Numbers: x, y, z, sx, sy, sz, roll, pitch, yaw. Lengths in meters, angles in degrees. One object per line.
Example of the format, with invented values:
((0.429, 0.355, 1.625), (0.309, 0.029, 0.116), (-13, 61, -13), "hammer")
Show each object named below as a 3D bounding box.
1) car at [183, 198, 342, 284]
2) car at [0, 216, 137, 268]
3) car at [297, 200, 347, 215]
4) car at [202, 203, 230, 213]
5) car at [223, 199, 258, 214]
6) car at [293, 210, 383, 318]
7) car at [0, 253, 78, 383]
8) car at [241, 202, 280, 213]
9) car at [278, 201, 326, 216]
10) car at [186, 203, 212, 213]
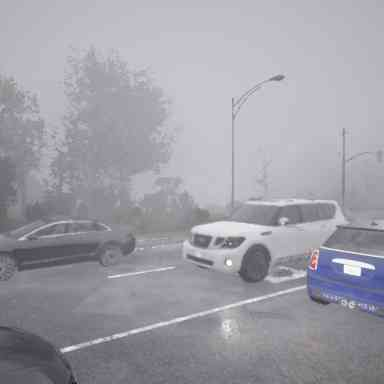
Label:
((2.434, 1.230, 9.992), (5.566, 2.045, 2.150), (0, 0, -35), "car")
((-4.018, 1.492, 9.700), (4.902, 1.511, 2.128), (0, 0, -35), "car")
((14.608, 1.721, 37.637), (2.128, 1.511, 4.902), (0, -2, -33), "car")
((3.838, 2.599, 54.834), (2.128, 1.511, 4.902), (0, -3, -32), "car")
((6.387, 1.924, 44.173), (2.097, 1.767, 4.553), (0, -3, -32), "car")
((4.473, 1.361, 6.894), (4.553, 1.767, 2.097), (0, 0, -35), "car")
((-3.060, 1.492, 1.563), (4.902, 1.511, 2.128), (0, 0, -36), "car")
((9.374, 2.126, 45.995), (2.033, 1.411, 5.357), (0, -3, -32), "car")
((11.712, 1.724, 35.734), (1.837, 1.490, 4.892), (0, -1, -29), "car")
((1.040, 2.608, 52.711), (1.812, 1.442, 4.674), (0, -3, -32), "car")
